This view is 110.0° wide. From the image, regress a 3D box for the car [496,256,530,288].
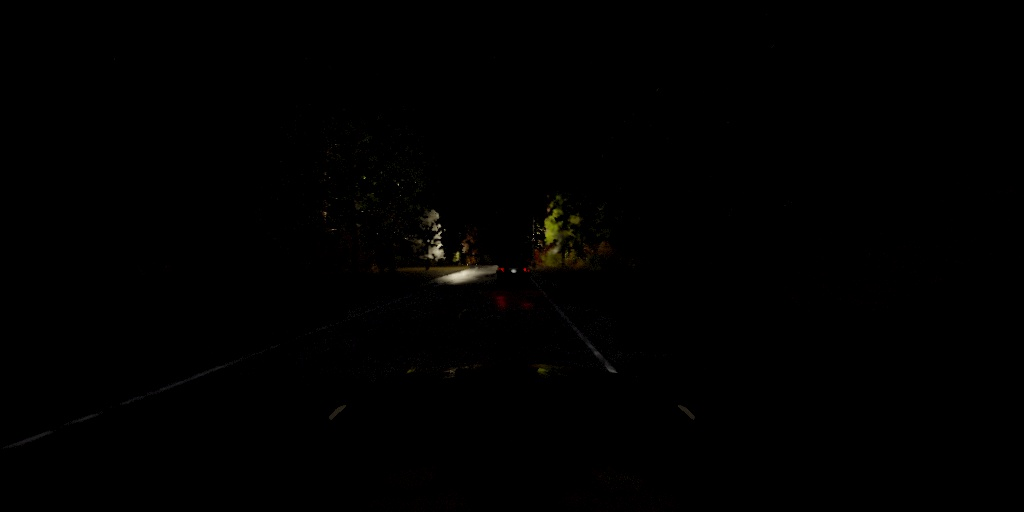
[{"bbox_3d":[0.101,1.025,24.839,2.150,2.045,5.566,0,0,0],"label":"car"}]
